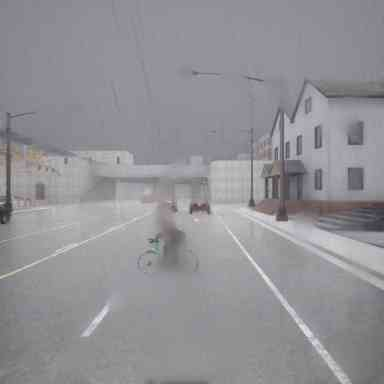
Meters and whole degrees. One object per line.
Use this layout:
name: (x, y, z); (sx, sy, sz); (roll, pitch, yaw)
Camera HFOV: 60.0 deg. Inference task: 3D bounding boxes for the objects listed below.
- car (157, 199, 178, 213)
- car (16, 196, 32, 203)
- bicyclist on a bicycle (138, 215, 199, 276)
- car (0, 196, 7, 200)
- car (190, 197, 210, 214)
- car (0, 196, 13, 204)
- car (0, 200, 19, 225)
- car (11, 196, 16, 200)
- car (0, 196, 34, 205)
car: (-2.662, 1.526, 36.787); (1.812, 1.442, 4.674); (0, 0, 2)
car: (-31.244, 1.295, 59.499); (1.853, 1.218, 4.536); (0, 0, 30)
bicyclist on a bicycle: (-0.646, 1.453, 8.903); (1.656, 1.620, 0.582); (-1, 0, 1)
car: (-30.669, 1.295, 49.517); (1.853, 1.218, 4.536); (0, 0, 45)
car: (0.855, 1.353, 36.041); (2.097, 1.767, 4.553); (0, 0, 1)
car: (-30.574, 1.295, 54.204); (1.853, 1.218, 4.536); (0, 0, -35)
car: (-13.658, 1.490, 21.489); (2.128, 1.511, 4.902); (0, 0, 1)
car: (-30.544, 1.453, 54.162); (2.038, 1.542, 4.974); (0, 0, -35)
car: (-31.218, 1.453, 59.544); (2.038, 1.542, 4.974); (0, 0, 30)
